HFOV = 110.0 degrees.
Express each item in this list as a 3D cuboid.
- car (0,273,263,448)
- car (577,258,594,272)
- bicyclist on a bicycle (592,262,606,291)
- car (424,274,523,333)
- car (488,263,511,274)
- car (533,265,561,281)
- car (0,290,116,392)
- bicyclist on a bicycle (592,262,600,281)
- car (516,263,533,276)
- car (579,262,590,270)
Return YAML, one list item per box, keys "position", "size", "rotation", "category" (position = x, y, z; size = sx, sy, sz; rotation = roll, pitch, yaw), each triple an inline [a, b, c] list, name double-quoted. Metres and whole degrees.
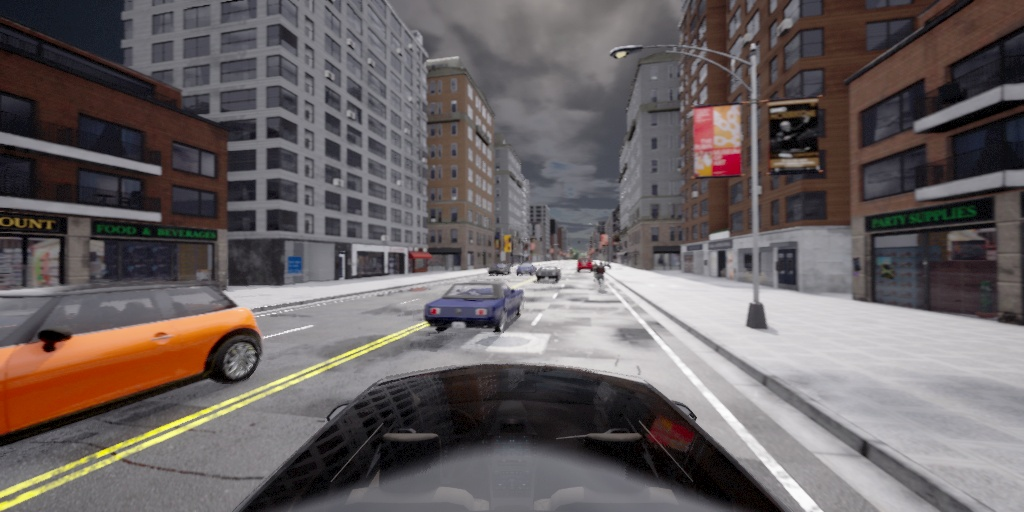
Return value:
- position: [-5.712, 1.151, 4.417]
  size: [2.097, 1.767, 4.553]
  rotation: [0, 0, 11]
  category: "car"
- position: [10.465, 1.258, 51.289]
  size: [2.150, 2.045, 5.566]
  rotation: [0, 0, 14]
  category: "car"
- position: [5.476, 1.231, 22.124]
  size: [0.659, 1.776, 1.843]
  rotation: [0, 0, 11]
  category: "bicyclist on a bicycle"
- position: [-0.869, 1.419, 11.021]
  size: [1.895, 1.301, 4.718]
  rotation: [0, 0, 11]
  category: "car"
- position: [-1.385, 1.585, 42.578]
  size: [2.033, 1.411, 5.357]
  rotation: [0, 0, 11]
  category: "car"
- position: [3.361, 1.541, 32.150]
  size: [1.895, 1.301, 4.718]
  rotation: [0, 0, 11]
  category: "car"
- position: [-9.034, 1.363, 4.365]
  size: [2.033, 1.411, 5.357]
  rotation: [0, 0, 11]
  category: "car"
- position: [7.333, 1.367, 31.397]
  size: [0.582, 1.620, 1.656]
  rotation: [0, -1, 11]
  category: "bicyclist on a bicycle"
- position: [1.678, 1.538, 41.318]
  size: [1.812, 1.442, 4.674]
  rotation: [0, 0, 11]
  category: "car"
- position: [12.508, 1.703, 61.786]
  size: [1.895, 1.301, 4.718]
  rotation: [0, 0, 11]
  category: "car"
